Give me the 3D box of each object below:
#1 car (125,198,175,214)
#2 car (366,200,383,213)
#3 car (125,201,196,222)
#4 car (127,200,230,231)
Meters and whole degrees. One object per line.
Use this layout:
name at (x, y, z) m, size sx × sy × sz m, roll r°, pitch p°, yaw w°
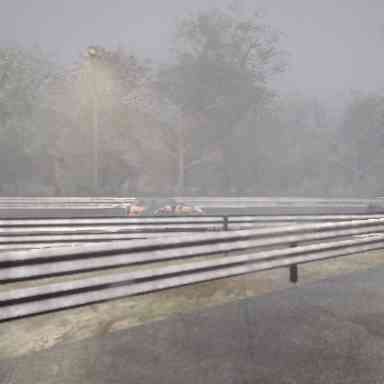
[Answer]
car at (-1.482, 1.124, 19.984) m, size 4.553 × 1.767 × 2.097 m, roll 0°, pitch 1°, yaw -14°
car at (15.114, 1.343, 24.232) m, size 4.892 × 1.490 × 1.837 m, roll 0°, pitch 1°, yaw -14°
car at (-2.266, 1.309, 23.401) m, size 4.718 × 1.301 × 1.895 m, roll 0°, pitch 1°, yaw -14°
car at (-0.550, 1.330, 16.611) m, size 4.902 × 1.511 × 2.128 m, roll 0°, pitch 1°, yaw -14°
